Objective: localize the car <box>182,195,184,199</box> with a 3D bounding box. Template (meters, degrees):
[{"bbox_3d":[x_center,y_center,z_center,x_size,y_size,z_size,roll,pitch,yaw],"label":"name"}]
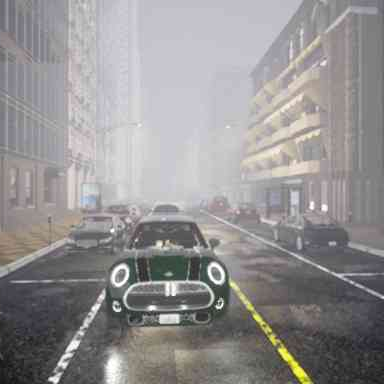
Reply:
[{"bbox_3d":[-0.646,1.654,75.663,1.947,1.339,4.313,0,0,-5],"label":"car"}]

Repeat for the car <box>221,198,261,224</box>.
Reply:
[{"bbox_3d":[3.739,1.464,25.015,1.967,1.590,4.097,0,0,-5],"label":"car"}]

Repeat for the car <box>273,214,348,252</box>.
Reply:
[{"bbox_3d":[4.714,1.564,13.761,2.008,1.369,4.403,0,0,-5],"label":"car"}]

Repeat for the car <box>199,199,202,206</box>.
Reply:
[{"bbox_3d":[2.277,1.622,41.898,1.802,1.307,4.206,0,0,-5],"label":"car"}]

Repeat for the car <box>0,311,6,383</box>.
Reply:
[{"bbox_3d":[-2.661,1.565,1.782,1.947,1.339,4.313,0,0,-5],"label":"car"}]

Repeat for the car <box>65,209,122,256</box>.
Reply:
[{"bbox_3d":[-3.635,1.558,13.037,2.008,1.369,4.403,0,0,-5],"label":"car"}]

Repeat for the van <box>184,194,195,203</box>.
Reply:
[{"bbox_3d":[-0.159,1.420,70.035,1.690,1.788,3.998,0,0,-5],"label":"van"}]

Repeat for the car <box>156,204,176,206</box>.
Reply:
[{"bbox_3d":[-1.618,1.494,20.927,1.882,1.535,5.008,0,0,-5],"label":"car"}]

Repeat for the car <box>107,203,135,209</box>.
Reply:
[{"bbox_3d":[-4.123,1.453,18.666,1.967,1.590,4.097,0,0,-5],"label":"car"}]

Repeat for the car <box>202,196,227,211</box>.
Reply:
[{"bbox_3d":[2.765,1.350,36.271,2.192,1.841,5.009,0,0,-5],"label":"car"}]

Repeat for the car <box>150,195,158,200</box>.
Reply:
[{"bbox_3d":[-10.457,1.550,91.824,1.967,1.590,4.097,0,0,-5],"label":"car"}]

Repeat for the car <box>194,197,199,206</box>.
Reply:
[{"bbox_3d":[1.790,1.628,47.526,1.802,1.307,4.206,0,0,-5],"label":"car"}]

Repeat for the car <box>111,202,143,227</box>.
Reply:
[{"bbox_3d":[-4.595,1.543,24.123,1.752,1.417,4.829,0,0,-5],"label":"car"}]

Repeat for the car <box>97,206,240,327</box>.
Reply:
[{"bbox_3d":[-0.541,1.357,7.335,2.097,1.767,4.553,0,0,-5],"label":"car"}]
